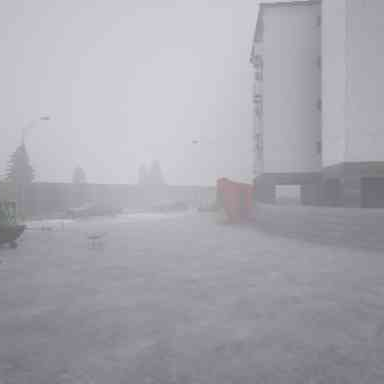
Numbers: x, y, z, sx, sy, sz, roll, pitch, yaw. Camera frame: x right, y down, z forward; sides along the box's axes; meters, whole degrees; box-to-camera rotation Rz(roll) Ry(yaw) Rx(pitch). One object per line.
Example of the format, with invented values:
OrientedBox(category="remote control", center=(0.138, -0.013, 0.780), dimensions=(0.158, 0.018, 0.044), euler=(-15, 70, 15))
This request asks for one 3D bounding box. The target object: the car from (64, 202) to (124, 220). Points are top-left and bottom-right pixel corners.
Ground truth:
OrientedBox(category="car", center=(-8.459, 1.585, 29.248), dimensions=(2.033, 1.411, 5.357), euler=(0, 0, 35))

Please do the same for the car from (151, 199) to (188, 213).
OrientedBox(category="car", center=(-2.504, 1.515, 37.595), dimensions=(1.882, 1.535, 5.008), euler=(0, 0, 35))

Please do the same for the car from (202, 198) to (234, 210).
OrientedBox(category="car", center=(3.662, 1.585, 46.214), dimensions=(2.033, 1.411, 5.357), euler=(0, 0, 36))

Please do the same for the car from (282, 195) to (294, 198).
OrientedBox(category="car", center=(17.015, 1.384, 57.754), dimensions=(2.097, 1.767, 4.553), euler=(0, 0, 36))

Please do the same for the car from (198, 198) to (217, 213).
OrientedBox(category="car", center=(2.445, 1.595, 37.311), dimensions=(1.994, 1.385, 4.181), euler=(0, 0, 35))
